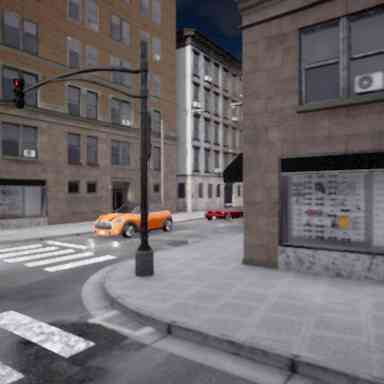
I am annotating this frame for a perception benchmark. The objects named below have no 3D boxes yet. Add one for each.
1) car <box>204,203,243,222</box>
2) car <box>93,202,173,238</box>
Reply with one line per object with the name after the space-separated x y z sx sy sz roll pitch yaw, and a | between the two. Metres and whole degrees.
2.901 1.590 26.443 1.895 1.301 4.718 0 0 35 | car
-3.084 1.386 18.039 2.097 1.767 4.553 0 0 35 | car
